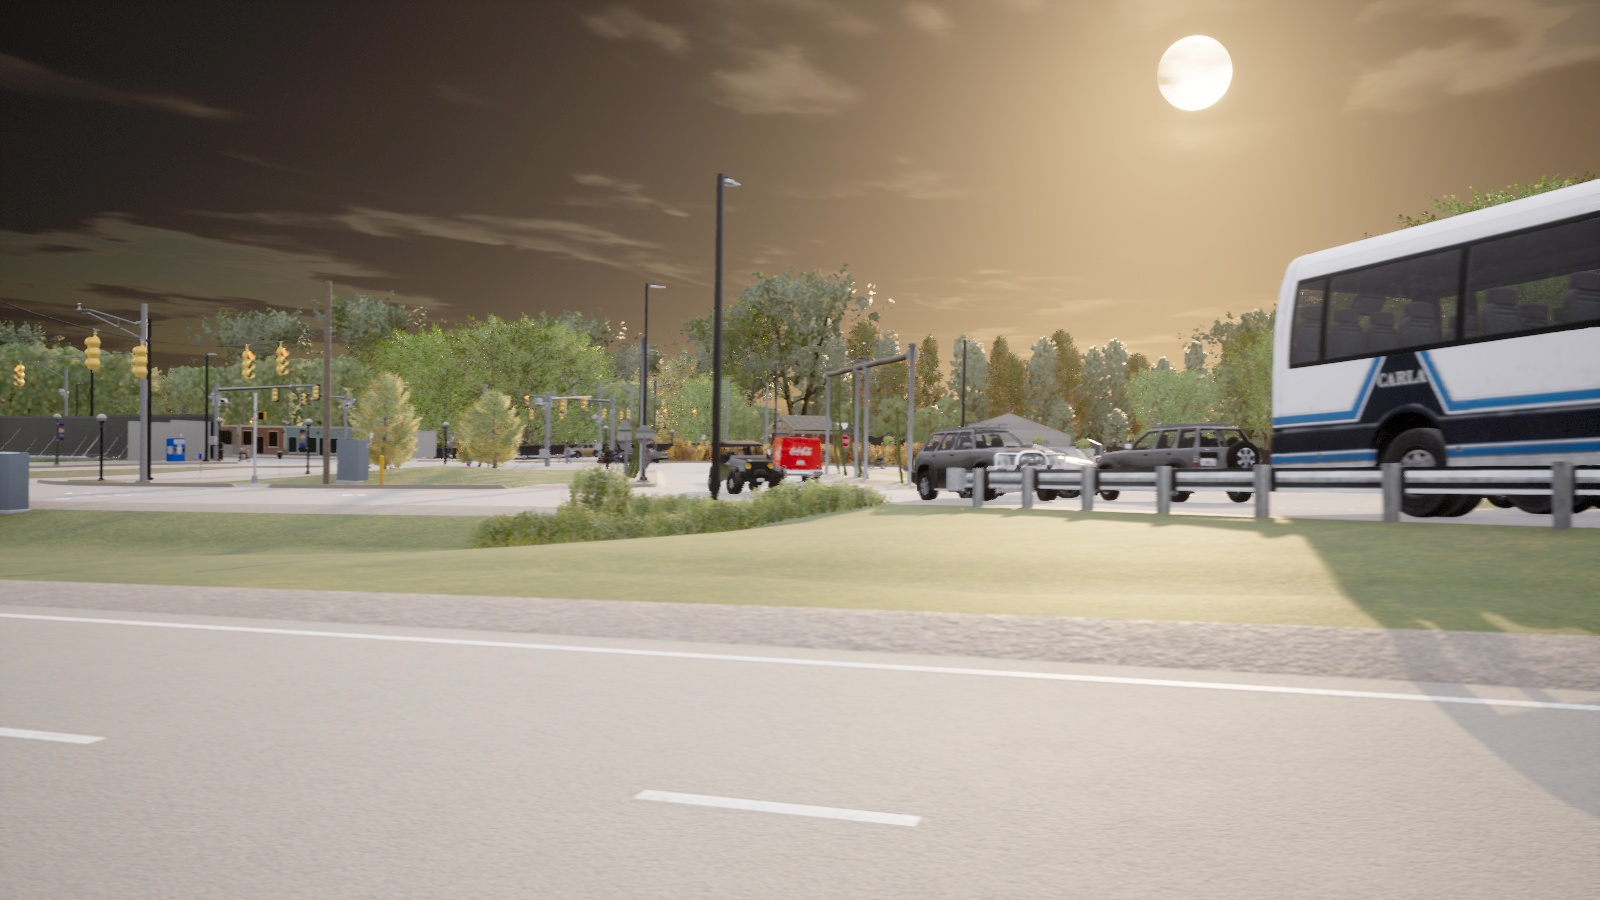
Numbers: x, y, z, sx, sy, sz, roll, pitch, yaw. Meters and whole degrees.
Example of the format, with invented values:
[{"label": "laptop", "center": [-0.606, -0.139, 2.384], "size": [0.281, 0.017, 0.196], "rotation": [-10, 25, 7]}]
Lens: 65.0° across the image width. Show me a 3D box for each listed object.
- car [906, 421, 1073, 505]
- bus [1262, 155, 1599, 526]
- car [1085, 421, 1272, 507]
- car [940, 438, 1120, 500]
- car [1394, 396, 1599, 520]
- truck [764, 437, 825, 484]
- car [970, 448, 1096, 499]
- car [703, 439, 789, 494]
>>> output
[{"label": "car", "center": [4.452, 0.337, 30.246], "size": [1.932, 1.855, 4.605], "rotation": [1, -1, -21]}, {"label": "bus", "center": [10.842, -1.173, 15.466], "size": [3.944, 4.253, 10.273], "rotation": [2, -3, -20]}, {"label": "car", "center": [8.804, 0.371, 29.668], "size": [1.932, 1.855, 4.605], "rotation": [1, -2, -18]}, {"label": "car", "center": [6.665, 0.571, 36.436], "size": [4.611, 1.667, 2.242], "rotation": [-2, -1, 30]}, {"label": "car", "center": [12.312, 0.156, 20.406], "size": [1.932, 1.855, 4.605], "rotation": [1, -2, -26]}, {"label": "truck", "center": [-0.360, 0.568, 69.426], "size": [2.627, 2.467, 5.204], "rotation": [1, 0, -8]}, {"label": "car", "center": [7.337, 0.730, 39.469], "size": [3.633, 1.501, 1.845], "rotation": [-1, 0, 19]}, {"label": "car", "center": [-1.994, 0.572, 44.880], "size": [1.905, 1.878, 3.866], "rotation": [0, 0, -21]}]
